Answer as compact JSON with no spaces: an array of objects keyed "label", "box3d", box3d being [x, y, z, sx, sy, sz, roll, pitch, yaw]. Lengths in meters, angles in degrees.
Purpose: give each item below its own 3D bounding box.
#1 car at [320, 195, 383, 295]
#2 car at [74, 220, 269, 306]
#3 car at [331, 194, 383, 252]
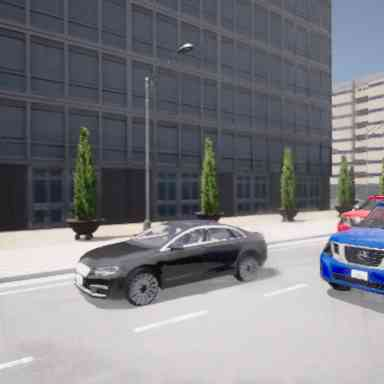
[{"label":"car","box3d":[5.370,1.182,7.771,5.566,2.045,2.150,0,0,-35]},{"label":"car","box3d":[-0.256,1.472,8.085,4.902,1.511,2.128,0,0,-35]},{"label":"car","box3d":[8.656,1.150,14.427,5.566,2.045,2.150,0,0,-35]}]
